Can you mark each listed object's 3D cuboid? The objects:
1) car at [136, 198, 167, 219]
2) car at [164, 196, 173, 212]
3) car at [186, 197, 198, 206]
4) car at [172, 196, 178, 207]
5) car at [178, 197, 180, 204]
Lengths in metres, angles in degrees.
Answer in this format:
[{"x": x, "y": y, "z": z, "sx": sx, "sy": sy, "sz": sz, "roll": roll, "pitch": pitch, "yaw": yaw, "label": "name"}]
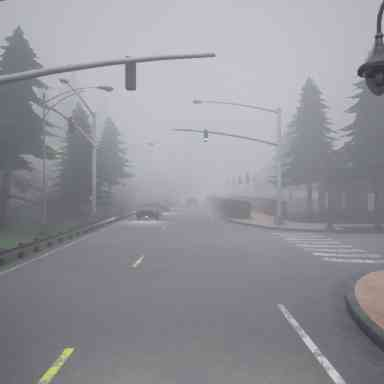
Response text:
[{"x": -3.599, "y": 1.557, "z": 29.005, "sx": 2.033, "sy": 1.411, "sz": 5.357, "roll": 0, "pitch": 0, "yaw": 0, "label": "car"}, {"x": -3.591, "y": 1.539, "z": 39.276, "sx": 1.812, "sy": 1.442, "sz": 4.674, "roll": 0, "pitch": 0, "yaw": 0, "label": "car"}, {"x": 0.002, "y": 1.497, "z": 56.092, "sx": 1.882, "sy": 1.535, "sz": 5.008, "roll": 0, "pitch": 0, "yaw": 0, "label": "car"}, {"x": -3.591, "y": 1.523, "z": 50.863, "sx": 1.837, "sy": 1.490, "sz": 4.892, "roll": 0, "pitch": 0, "yaw": 0, "label": "car"}, {"x": -3.498, "y": 1.504, "z": 66.395, "sx": 1.882, "sy": 1.535, "sz": 5.008, "roll": 0, "pitch": 0, "yaw": 0, "label": "car"}]
